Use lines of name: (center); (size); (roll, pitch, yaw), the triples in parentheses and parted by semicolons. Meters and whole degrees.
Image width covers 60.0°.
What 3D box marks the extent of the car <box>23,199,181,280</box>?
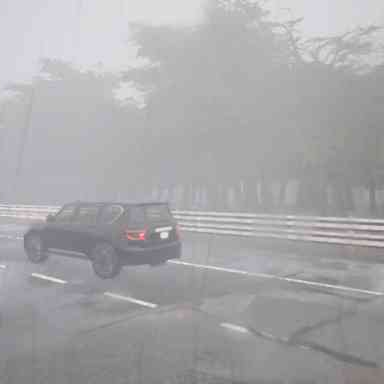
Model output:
car: (-2.904, 1.231, 10.247); (5.566, 2.045, 2.150); (0, 0, 36)
